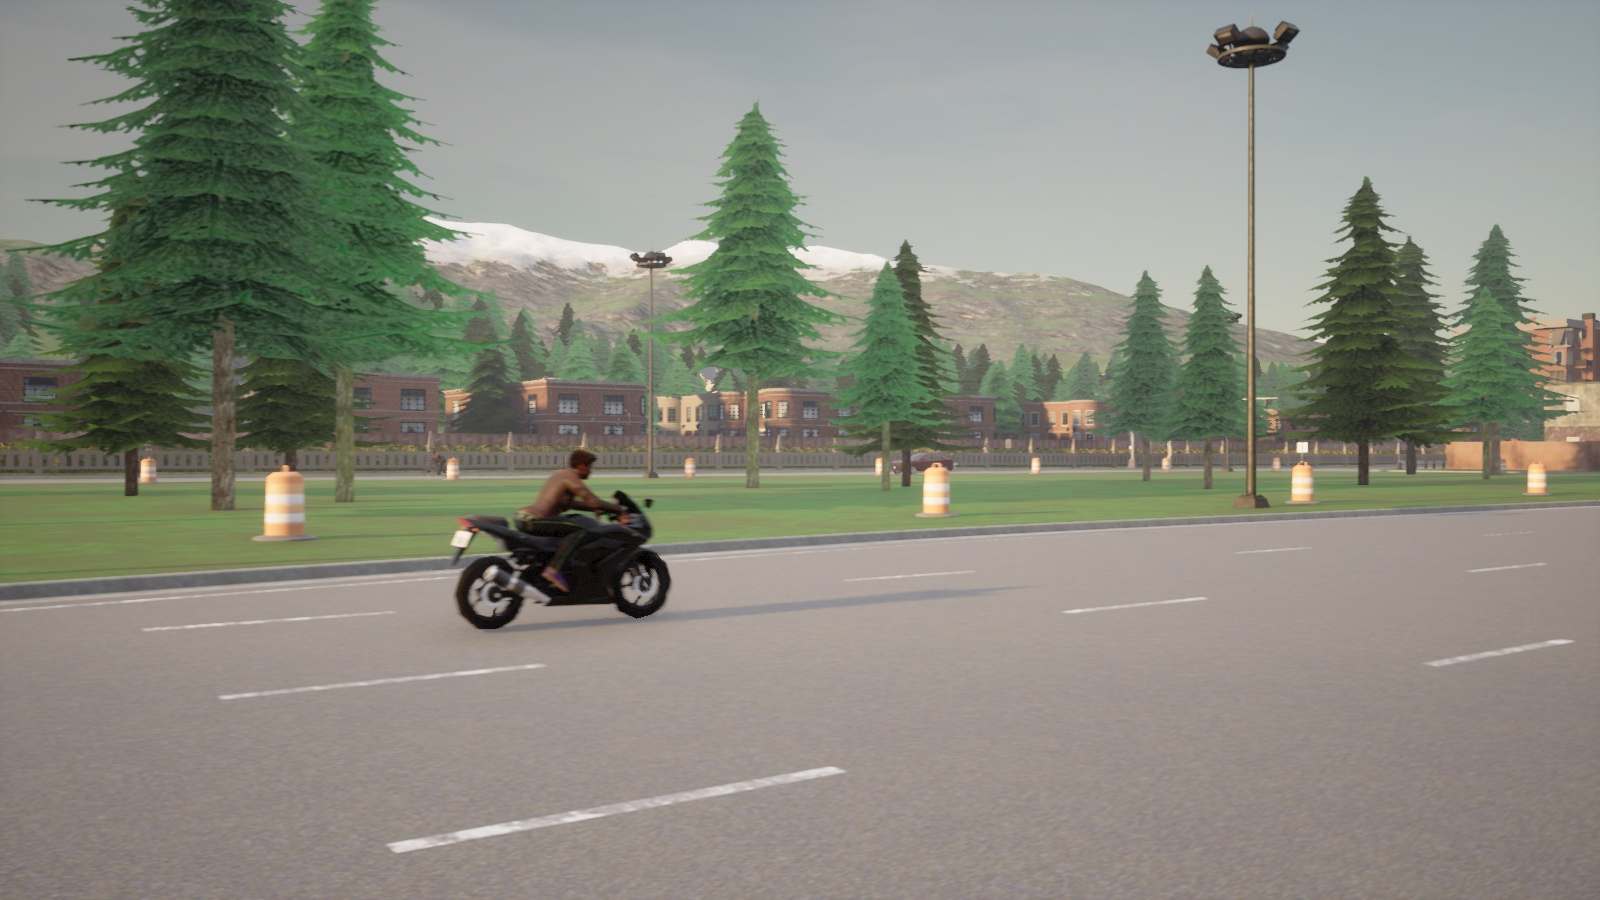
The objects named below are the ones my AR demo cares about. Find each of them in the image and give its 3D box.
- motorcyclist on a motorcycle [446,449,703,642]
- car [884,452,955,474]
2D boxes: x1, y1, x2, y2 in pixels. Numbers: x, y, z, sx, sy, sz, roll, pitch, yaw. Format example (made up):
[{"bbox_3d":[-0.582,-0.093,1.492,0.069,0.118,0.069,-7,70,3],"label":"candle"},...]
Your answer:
[{"bbox_3d":[-1.922,0.757,10.849,2.044,1.523,0.797,0,0,-35],"label":"motorcyclist on a motorcycle"},{"bbox_3d":[8.485,0.922,88.896,5.008,1.535,1.882,0,0,-35],"label":"car"}]
